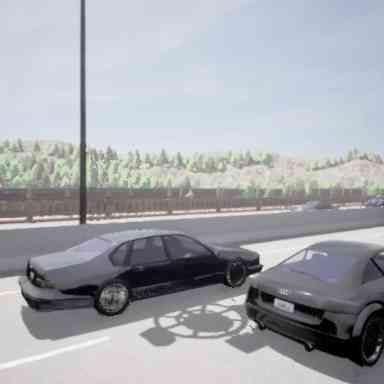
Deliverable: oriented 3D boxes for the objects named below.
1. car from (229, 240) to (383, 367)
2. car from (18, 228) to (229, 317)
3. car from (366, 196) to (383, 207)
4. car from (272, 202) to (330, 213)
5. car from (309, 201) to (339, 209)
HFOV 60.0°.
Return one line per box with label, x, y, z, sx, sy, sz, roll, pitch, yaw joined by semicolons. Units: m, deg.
car;2.919;1.554;5.826;4.181;1.385;1.994;0;0;-35
car;-0.828;1.542;7.452;5.357;1.411;2.033;0;0;-35
car;25.224;1.272;44.382;4.553;1.767;2.097;0;0;-37
car;6.675;1.570;21.735;4.718;1.301;1.895;0;0;-36
car;10.869;1.504;29.199;5.357;1.411;2.033;0;0;-37
